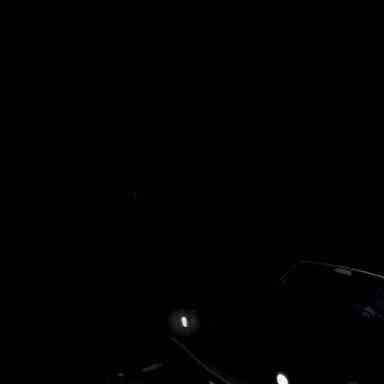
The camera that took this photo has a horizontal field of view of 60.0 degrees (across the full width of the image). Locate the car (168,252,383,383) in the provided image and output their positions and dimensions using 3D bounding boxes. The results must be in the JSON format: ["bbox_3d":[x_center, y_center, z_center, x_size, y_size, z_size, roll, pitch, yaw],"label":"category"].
[{"bbox_3d":[2.091,1.594,4.447,4.718,1.301,1.895,0,0,-34],"label":"car"}]
